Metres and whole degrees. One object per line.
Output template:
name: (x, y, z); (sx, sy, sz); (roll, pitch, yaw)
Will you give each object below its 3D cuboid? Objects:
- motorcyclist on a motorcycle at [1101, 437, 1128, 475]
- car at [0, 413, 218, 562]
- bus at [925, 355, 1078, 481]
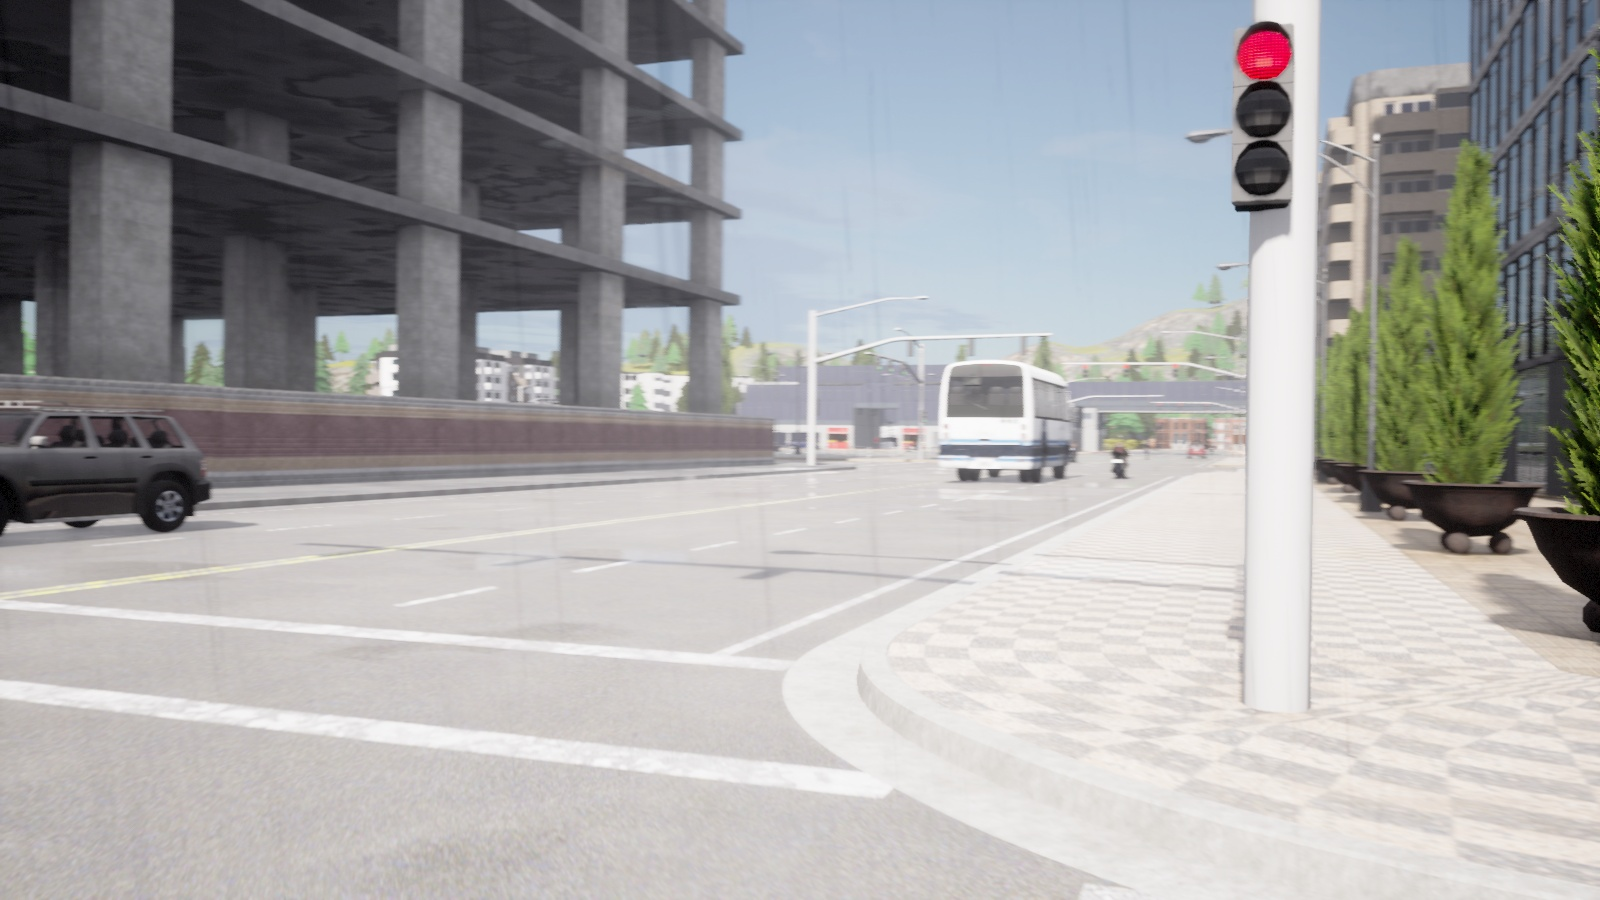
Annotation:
motorcyclist on a motorcycle: (12.815, 0.224, 51.114); (0.866, 1.530, 2.191); (0, 1, 20)
car: (-10.480, 0.455, 17.096); (1.932, 1.855, 4.605); (0, 1, 20)
bus: (7.934, -1.129, 47.863); (3.944, 4.253, 10.273); (0, 1, 20)
